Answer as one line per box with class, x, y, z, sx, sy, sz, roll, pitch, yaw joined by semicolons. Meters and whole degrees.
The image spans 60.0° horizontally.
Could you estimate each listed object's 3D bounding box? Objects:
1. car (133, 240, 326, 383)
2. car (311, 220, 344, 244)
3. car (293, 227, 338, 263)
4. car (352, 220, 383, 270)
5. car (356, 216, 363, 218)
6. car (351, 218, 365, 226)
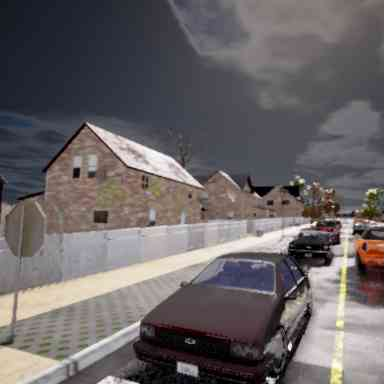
car;1.155;1.903;6.395;2.033;1.411;5.357;-1;-4;27
car;10.688;3.047;26.479;2.097;1.767;4.553;-1;-4;25
car;6.114;2.650;16.790;1.895;1.301;4.718;-1;-4;25
car;8.175;2.260;14.231;2.097;1.767;4.553;-1;-4;25
car;37.796;6.288;75.143;2.097;1.767;4.553;-4;-6;25
car;18.405;3.910;36.033;2.033;1.411;5.357;-1;-4;26
